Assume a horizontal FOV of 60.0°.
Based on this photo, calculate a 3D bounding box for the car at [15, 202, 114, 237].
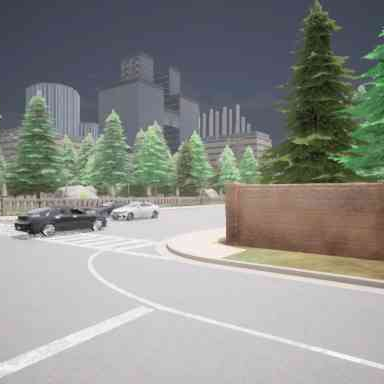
[{"bbox_3d":[-6.928,1.505,18.097,1.837,1.490,4.892,1,0,38],"label":"car"}]

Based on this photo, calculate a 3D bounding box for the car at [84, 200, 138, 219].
[{"bbox_3d":[-7.164,1.526,29.973,1.812,1.442,4.674,0,0,35],"label":"car"}]

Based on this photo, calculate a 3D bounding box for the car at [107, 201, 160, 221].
[{"bbox_3d":[-4.582,1.526,27.562,1.812,1.442,4.674,0,0,35],"label":"car"}]
